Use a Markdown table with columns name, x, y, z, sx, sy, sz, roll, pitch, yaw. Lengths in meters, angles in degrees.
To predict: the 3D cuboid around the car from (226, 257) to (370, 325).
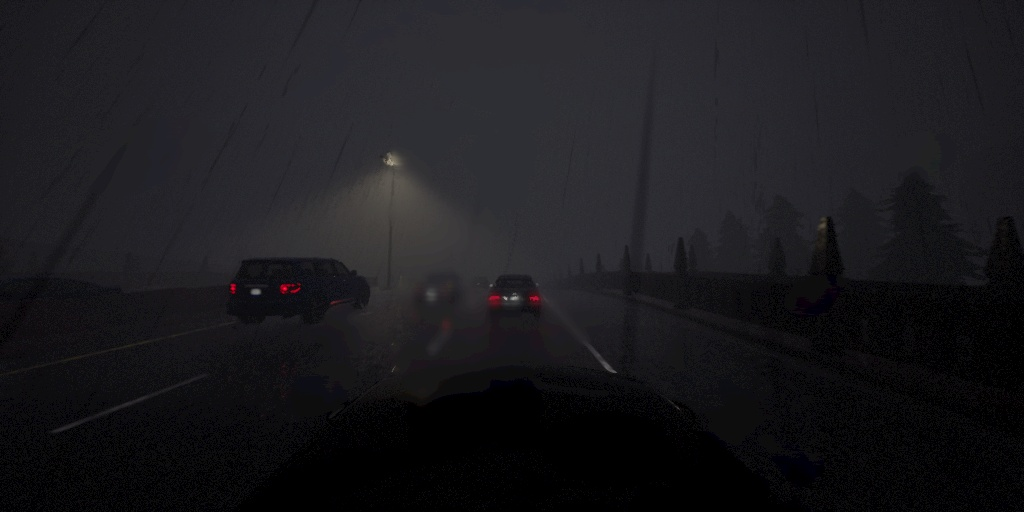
| name | x | y | z | sx | sy | sz | roll | pitch | yaw |
| --- | --- | --- | --- | --- | --- | --- | --- | --- | --- |
| car | -6.895 | 1.068 | 12.337 | 2.150 | 2.045 | 5.566 | 0 | 0 | 0 |

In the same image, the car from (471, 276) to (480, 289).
| name | x | y | z | sx | sy | sz | roll | pitch | yaw |
| --- | --- | --- | --- | --- | --- | --- | --- | --- | --- |
| car | -3.379 | 3.015 | 39.743 | 1.837 | 1.490 | 4.892 | 0 | -6 | 0 |

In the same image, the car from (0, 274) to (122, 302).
| name | x | y | z | sx | sy | sz | roll | pitch | yaw |
| --- | --- | --- | --- | --- | --- | --- | --- | --- | --- |
| car | -14.078 | 1.298 | 9.978 | 1.882 | 1.535 | 5.008 | 0 | -1 | 0 |

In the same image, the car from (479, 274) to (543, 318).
| name | x | y | z | sx | sy | sz | roll | pitch | yaw |
| --- | --- | --- | --- | --- | --- | --- | --- | --- | --- |
| car | 0.107 | 1.406 | 13.519 | 2.033 | 1.411 | 5.357 | 0 | -1 | 0 |

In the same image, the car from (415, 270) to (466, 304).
| name | x | y | z | sx | sy | sz | roll | pitch | yaw |
| --- | --- | --- | --- | --- | --- | --- | --- | --- | --- |
| car | -3.391 | 1.465 | 17.411 | 1.812 | 1.442 | 4.674 | 0 | -2 | 0 |
